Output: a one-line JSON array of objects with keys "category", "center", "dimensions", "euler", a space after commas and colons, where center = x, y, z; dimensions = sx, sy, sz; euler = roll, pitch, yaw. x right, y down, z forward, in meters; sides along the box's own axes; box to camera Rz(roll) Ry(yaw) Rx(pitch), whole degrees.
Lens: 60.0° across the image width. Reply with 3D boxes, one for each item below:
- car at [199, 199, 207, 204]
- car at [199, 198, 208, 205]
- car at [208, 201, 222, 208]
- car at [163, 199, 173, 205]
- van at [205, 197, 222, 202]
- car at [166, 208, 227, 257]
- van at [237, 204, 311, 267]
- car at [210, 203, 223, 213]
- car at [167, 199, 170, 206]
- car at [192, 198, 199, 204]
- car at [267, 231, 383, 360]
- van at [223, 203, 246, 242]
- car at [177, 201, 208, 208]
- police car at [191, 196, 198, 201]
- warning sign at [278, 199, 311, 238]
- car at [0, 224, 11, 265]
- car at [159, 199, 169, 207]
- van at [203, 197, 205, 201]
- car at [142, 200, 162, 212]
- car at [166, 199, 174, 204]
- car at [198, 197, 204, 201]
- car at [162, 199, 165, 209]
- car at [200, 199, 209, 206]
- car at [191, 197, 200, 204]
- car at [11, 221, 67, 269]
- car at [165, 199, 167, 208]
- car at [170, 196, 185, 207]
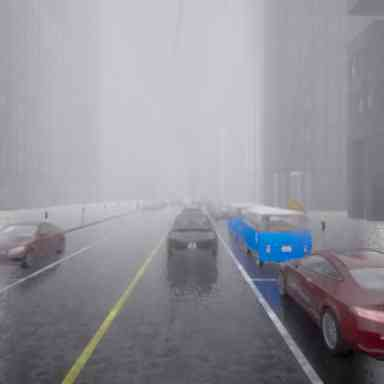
[{"category": "car", "center": [2.822, 2.428, 85.388], "dimensions": [1.887, 1.381, 4.507], "euler": [0, -1, 0]}, {"category": "car", "center": [2.818, 2.262, 79.713], "dimensions": [1.967, 1.590, 4.097], "euler": [0, -1, 0]}, {"category": "car", "center": [2.786, 1.928, 34.292], "dimensions": [1.802, 1.307, 4.206], "euler": [0, -1, 0]}, {"category": "car", "center": [-5.707, 2.366, 79.713], "dimensions": [1.887, 1.381, 4.507], "euler": [0, -1, 0]}, {"category": "van", "center": [2.790, 1.746, 39.972], "dimensions": [1.690, 1.788, 3.998], "euler": [0, -1, 0]}, {"category": "car", "center": [0.026, 1.626, 13.519], "dimensions": [2.128, 1.511, 4.902], "euler": [0, 0, 0]}, {"category": "van", "center": [2.771, 1.455, 11.586], "dimensions": [1.690, 1.788, 3.998], "euler": [0, -1, 0]}, {"category": "car", "center": [2.782, 1.869, 28.615], "dimensions": [1.802, 1.307, 4.206], "euler": [0, -1, 0]}, {"category": "car", "center": [-5.719, 2.208, 62.682], "dimensions": [1.947, 1.339, 4.313], "euler": [0, -1, 0]}, {"category": "car", "center": [0.965, 2.419, 92.755], "dimensions": [1.801, 1.575, 5.366], "euler": [0, -1, 0]}, {"category": "car", "center": [2.767, 1.641, 5.906], "dimensions": [1.802, 1.307, 4.206], "euler": [0, -1, 0]}, {"category": "van", "center": [2.775, 1.512, 17.263], "dimensions": [1.690, 1.788, 3.998], "euler": [0, -1, 0]}, {"category": "car", "center": [0.036, 1.779, 28.521], "dimensions": [2.128, 1.511, 4.902], "euler": [0, 0, 0]}, {"category": "police car", "center": [0.954, 2.215, 76.675], "dimensions": [1.930, 1.638, 5.238], "euler": [0, -1, 0]}, {"category": "warning sign", "center": [5.079, 1.279, 16.568], "dimensions": [1.300, 1.860, 1.060], "euler": [0, -1, 0]}, {"category": "car", "center": [-5.758, 1.374, 5.913], "dimensions": [2.192, 1.841, 5.009], "euler": [0, -1, 0]}, {"category": "car", "center": [-5.715, 2.225, 68.188], "dimensions": [1.752, 1.417, 4.829], "euler": [0, -1, 0]}, {"category": "van", "center": [2.794, 1.806, 45.650], "dimensions": [1.690, 1.788, 3.998], "euler": [0, -1, 0]}, {"category": "car", "center": [-5.731, 2.015, 45.651], "dimensions": [2.008, 1.369, 4.403], "euler": [0, -1, 0]}, {"category": "car", "center": [-5.703, 2.407, 85.220], "dimensions": [1.752, 1.417, 4.829], "euler": [0, -1, 0]}, {"category": "car", "center": [2.810, 2.016, 68.358], "dimensions": [2.192, 1.841, 5.009], "euler": [0, -1, 0]}, {"category": "car", "center": [-5.727, 1.964, 51.329], "dimensions": [1.967, 1.590, 4.097], "euler": [0, -1, 0]}, {"category": "car", "center": [2.814, 2.288, 74.204], "dimensions": [1.752, 1.417, 4.829], "euler": [0, -1, 0]}, {"category": "car", "center": [0.827, 2.247, 86.521], "dimensions": [2.097, 1.767, 4.553], "euler": [0, -1, -1]}, {"category": "car", "center": [-5.754, 1.696, 11.588], "dimensions": [1.802, 1.307, 4.206], "euler": [0, -1, 0]}, {"category": "car", "center": [-5.723, 2.106, 56.835], "dimensions": [1.752, 1.417, 4.829], "euler": [0, -1, 0]}, {"category": "car", "center": [-2.975, 1.882, 64.517], "dimensions": [2.150, 2.045, 5.566], "euler": [0, -1, 1]}]
